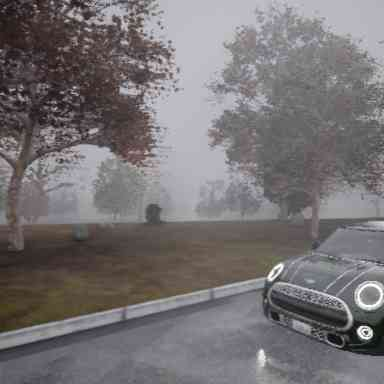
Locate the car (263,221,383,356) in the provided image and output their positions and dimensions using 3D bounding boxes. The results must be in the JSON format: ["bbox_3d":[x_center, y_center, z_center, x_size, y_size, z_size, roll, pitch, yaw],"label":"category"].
[{"bbox_3d":[3.415,1.371,6.119,4.553,1.767,2.097,0,0,-35],"label":"car"}]
